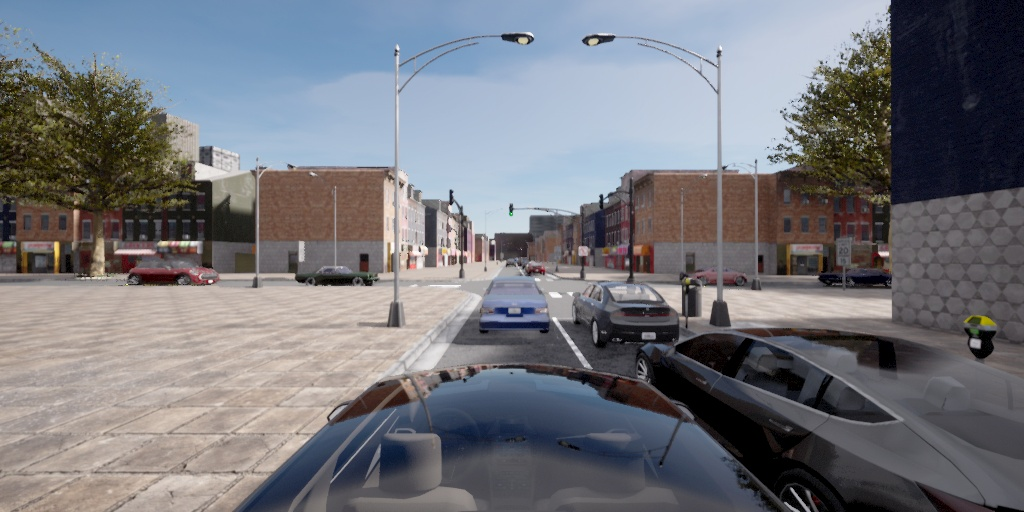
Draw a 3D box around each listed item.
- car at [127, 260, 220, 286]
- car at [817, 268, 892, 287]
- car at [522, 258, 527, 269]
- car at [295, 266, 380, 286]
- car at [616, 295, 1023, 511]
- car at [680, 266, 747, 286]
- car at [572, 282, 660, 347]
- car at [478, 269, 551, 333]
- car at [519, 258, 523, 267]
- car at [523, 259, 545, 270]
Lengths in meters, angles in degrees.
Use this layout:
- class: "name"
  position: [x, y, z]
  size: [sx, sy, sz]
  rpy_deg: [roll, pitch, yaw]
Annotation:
- class: "car"
  position: [-21.549, 1.054, 22.980]
  size: [4.553, 1.767, 2.097]
  rpy_deg: [0, 0, 0]
- class: "car"
  position: [24.960, 1.527, 25.810]
  size: [4.718, 1.301, 1.895]
  rpy_deg: [0, 0, 0]
- class: "car"
  position: [2.495, 1.313, 43.940]
  size: [1.751, 1.417, 4.829]
  rpy_deg: [0, 0, 0]
- class: "car"
  position: [-11.036, 1.317, 22.951]
  size: [4.718, 1.301, 1.895]
  rpy_deg: [0, 0, 0]
- class: "car"
  position: [2.634, 1.315, 3.386]
  size: [1.948, 1.339, 4.313]
  rpy_deg: [0, 0, 0]
- class: "car"
  position: [14.466, 1.413, 25.840]
  size: [4.181, 1.385, 1.994]
  rpy_deg: [0, 0, 0]
- class: "car"
  position: [2.615, 1.300, 9.061]
  size: [2.007, 1.370, 4.403]
  rpy_deg: [0, 0, 0]
- class: "car"
  position: [0.054, 1.298, 10.691]
  size: [2.033, 1.411, 5.357]
  rpy_deg: [0, 0, 0]
- class: "car"
  position: [2.457, 1.382, 55.128]
  size: [1.948, 1.339, 4.313]
  rpy_deg: [0, 0, 0]
- class: "car"
  position: [2.515, 1.322, 38.091]
  size: [1.888, 1.381, 4.507]
  rpy_deg: [0, 0, 0]
